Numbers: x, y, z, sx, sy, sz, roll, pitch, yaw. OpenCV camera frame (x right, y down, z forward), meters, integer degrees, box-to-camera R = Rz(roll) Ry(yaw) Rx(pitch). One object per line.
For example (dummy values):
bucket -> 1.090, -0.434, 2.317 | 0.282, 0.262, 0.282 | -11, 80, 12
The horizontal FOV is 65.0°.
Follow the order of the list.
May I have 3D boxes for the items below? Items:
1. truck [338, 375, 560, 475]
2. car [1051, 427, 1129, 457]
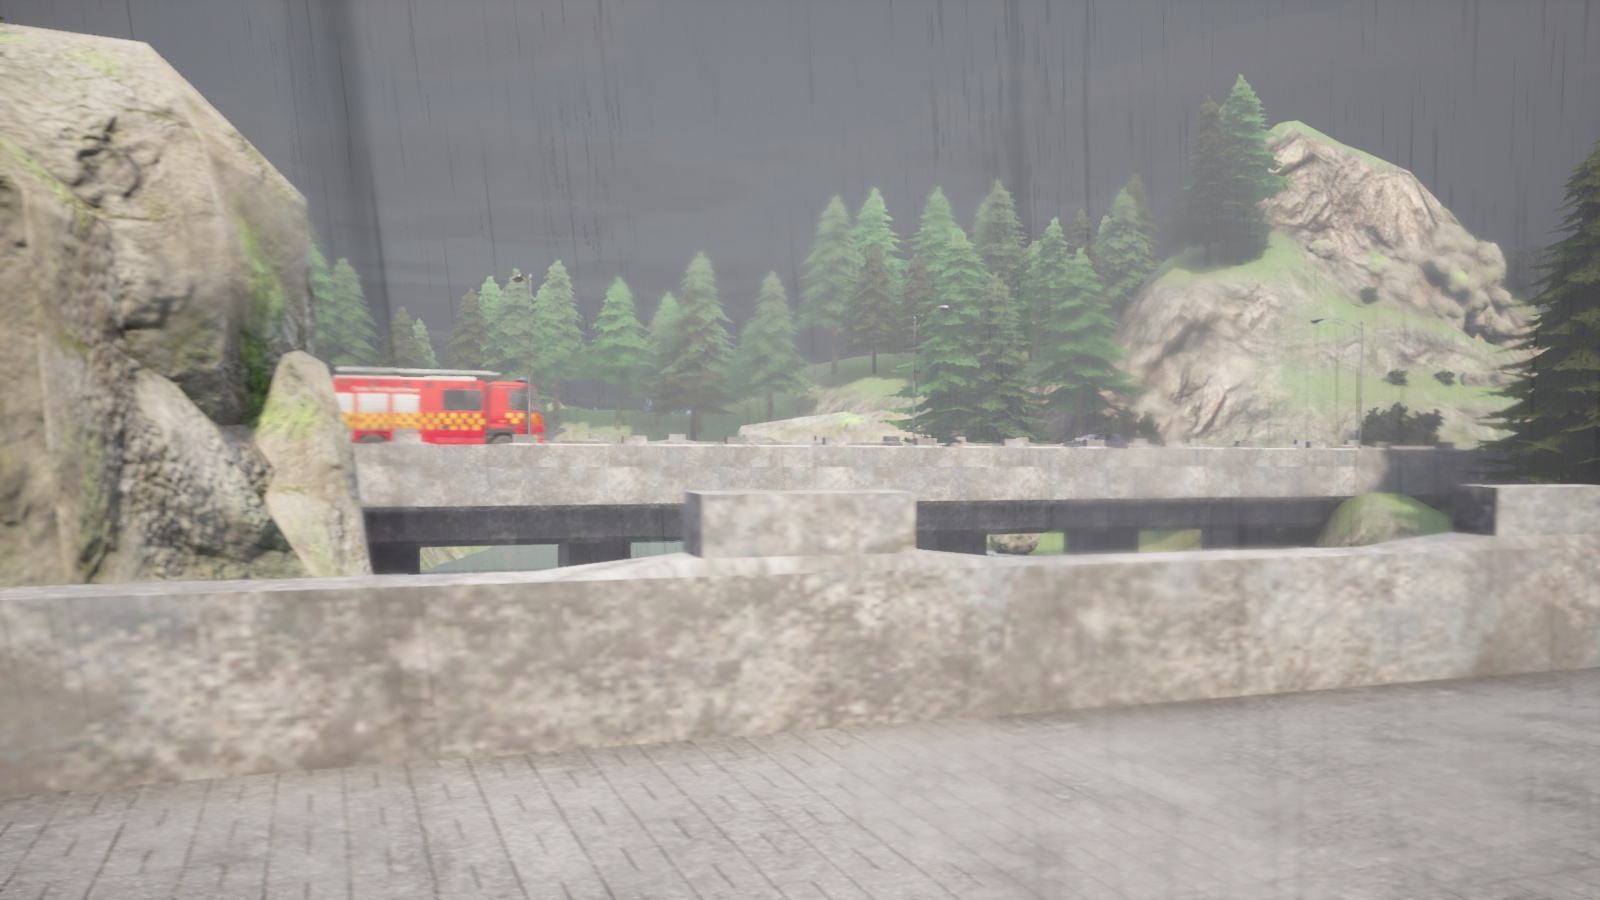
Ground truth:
truck -> -14.316, -1.046, 51.273 | 8.468, 3.827, 2.891 | -1, 1, -21
car -> 15.466, -0.444, 66.897 | 3.633, 1.501, 1.845 | -1, 1, -21
